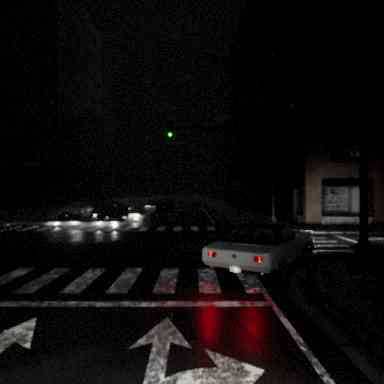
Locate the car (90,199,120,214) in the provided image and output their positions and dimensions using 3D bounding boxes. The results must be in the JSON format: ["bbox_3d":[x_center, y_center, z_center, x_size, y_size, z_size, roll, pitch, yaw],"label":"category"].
[{"bbox_3d":[-9.838,1.615,38.124,2.033,1.411,5.357,0,0,0],"label":"car"}]

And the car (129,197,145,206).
[{"bbox_3d":[-9.767,1.653,59.324,2.033,1.411,5.357,0,0,1],"label":"car"}]

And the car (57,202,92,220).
[{"bbox_3d":[-9.842,1.576,28.394,1.812,1.442,4.674,0,0,0],"label":"car"}]

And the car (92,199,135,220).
[{"bbox_3d":[-6.594,1.598,28.592,2.033,1.411,5.357,0,0,0],"label":"car"}]

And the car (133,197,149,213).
[{"bbox_3d":[-6.587,1.559,38.220,2.128,1.511,4.902,0,0,0],"label":"car"}]

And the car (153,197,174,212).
[{"bbox_3d":[-3.149,1.547,39.382,1.882,1.535,5.008,0,0,0],"label":"car"}]

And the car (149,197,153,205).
[{"bbox_3d":[-6.538,1.627,57.130,1.812,1.442,4.674,0,0,0],"label":"car"}]

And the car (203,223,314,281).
[{"bbox_3d":[2.256,1.603,10.103,1.895,1.301,4.718,0,0,32],"label":"car"}]
